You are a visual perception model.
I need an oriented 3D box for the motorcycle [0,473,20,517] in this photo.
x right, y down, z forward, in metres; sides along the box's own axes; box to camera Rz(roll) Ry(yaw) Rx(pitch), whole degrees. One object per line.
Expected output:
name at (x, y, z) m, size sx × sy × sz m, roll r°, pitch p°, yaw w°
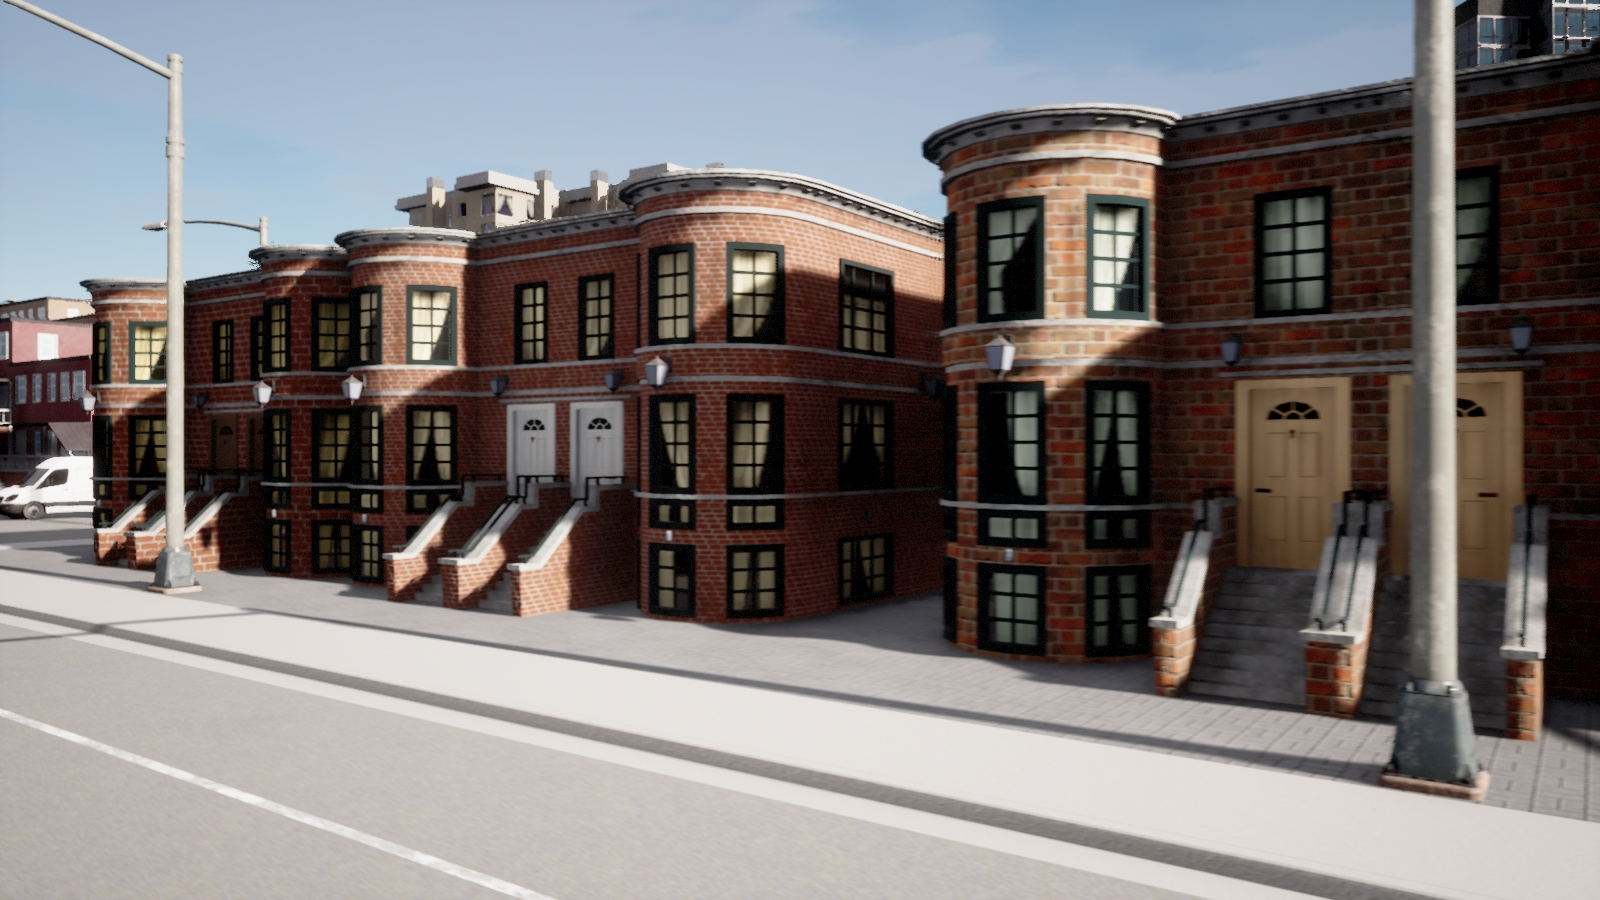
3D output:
motorcycle at (-34.317, 1.912, 48.057) m, size 0.764 × 1.802 × 2.356 m, roll 0°, pitch 0°, yaw 36°

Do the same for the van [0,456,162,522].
van at (-30.197, 1.541, 47.748) m, size 1.988 × 2.561 × 5.915 m, roll 0°, pitch 0°, yaw 36°
